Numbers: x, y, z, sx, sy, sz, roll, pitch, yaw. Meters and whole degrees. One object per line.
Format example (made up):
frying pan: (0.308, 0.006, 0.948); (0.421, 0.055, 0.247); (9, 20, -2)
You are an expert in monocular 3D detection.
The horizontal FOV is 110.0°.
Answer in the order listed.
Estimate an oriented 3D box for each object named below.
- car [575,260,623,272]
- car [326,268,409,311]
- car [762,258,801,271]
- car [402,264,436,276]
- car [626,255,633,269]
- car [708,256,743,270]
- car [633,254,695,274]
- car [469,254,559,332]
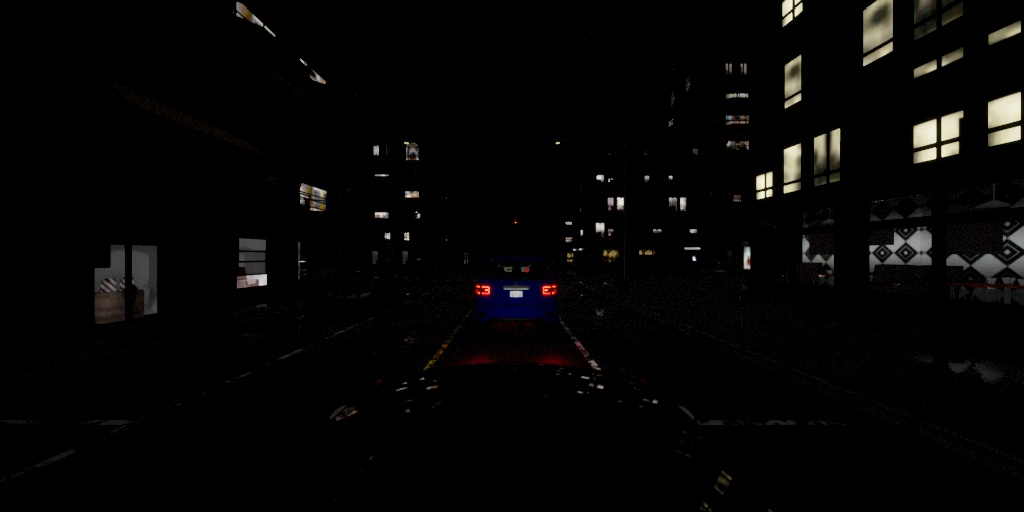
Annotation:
car: (9.478, 1.151, 39.852); (4.718, 1.301, 1.895); (-1, 0, -4)
car: (-5.736, 1.332, 14.384); (1.802, 1.307, 4.207); (0, 0, 0)
car: (25.815, 0.822, 34.451); (4.313, 1.339, 1.948); (0, 0, 0)
car: (-10.919, 1.526, 39.932); (4.718, 1.301, 1.895); (-1, 0, 0)
car: (14.589, 0.764, 42.737); (5.009, 1.841, 2.192); (0, 0, 0)
car: (24.974, 0.738, 40.234); (5.008, 1.535, 1.882); (-2, 0, -1)
car: (14.721, 0.778, 34.358); (5.009, 1.841, 2.192); (0, 0, 0)
car: (0.101, 0.971, 10.979); (2.150, 2.045, 5.566); (0, 0, 0)
